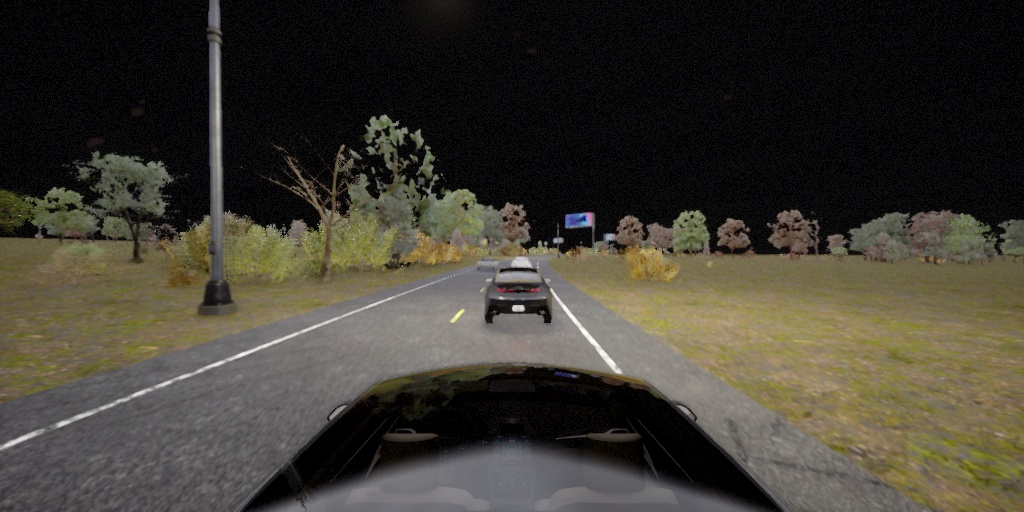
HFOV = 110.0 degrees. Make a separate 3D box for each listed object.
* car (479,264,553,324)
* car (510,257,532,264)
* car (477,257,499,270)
[{"bbox_3d":[0.197,1.095,11.298,1.837,1.490,4.892,0,-1,1],"label":"car"},{"bbox_3d":[0.823,0.806,31.832,1.812,1.442,4.674,0,0,3],"label":"car"},{"bbox_3d":[-2.518,0.791,37.580,1.895,1.301,4.718,0,1,3],"label":"car"}]
